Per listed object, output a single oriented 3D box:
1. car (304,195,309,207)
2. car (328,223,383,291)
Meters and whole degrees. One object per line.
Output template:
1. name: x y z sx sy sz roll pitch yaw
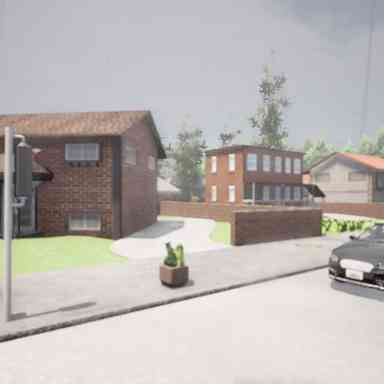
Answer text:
1. car: 9.421 1.196 30.964 3.866 1.878 1.905 1 0 -37
2. car: 5.536 1.573 8.793 4.902 1.511 2.128 1 0 -37
